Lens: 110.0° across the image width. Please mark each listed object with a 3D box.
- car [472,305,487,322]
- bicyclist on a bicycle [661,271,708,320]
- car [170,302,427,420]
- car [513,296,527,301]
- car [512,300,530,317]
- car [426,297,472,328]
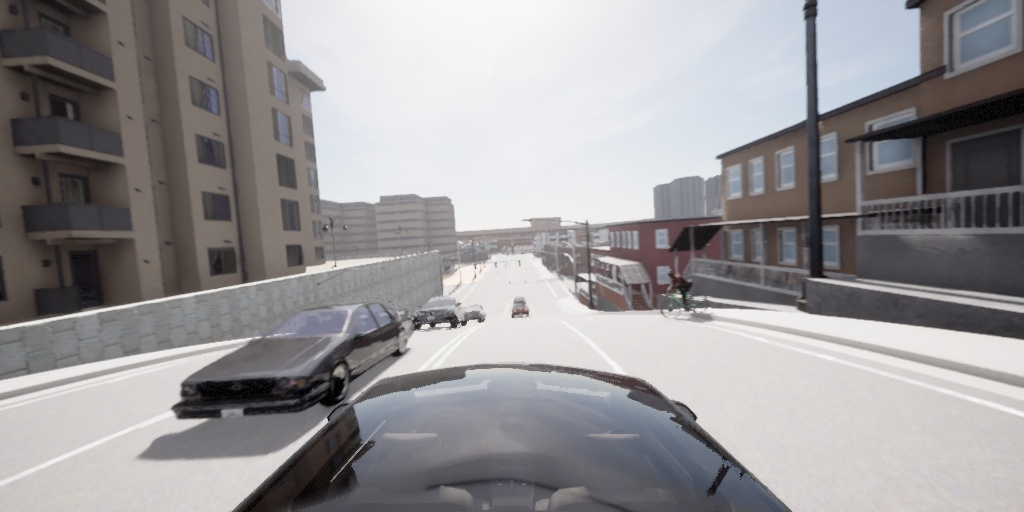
[{"bbox_3d":[-3.039,4.386,27.223,1.895,1.301,4.718,-4,-9,1],"label":"car"},{"bbox_3d":[5.793,1.287,12.311,1.656,1.620,0.582,-13,-6,1],"label":"bicyclist on a bicycle"},{"bbox_3d":[-3.528,1.688,7.229,2.033,1.411,5.357,-4,-2,1],"label":"car"},{"bbox_3d":[1.151,6.427,50.975,1.812,1.442,4.674,-4,0,1],"label":"car"},{"bbox_3d":[0.925,5.802,38.588,1.895,1.301,4.718,-4,-6,1],"label":"car"},{"bbox_3d":[-3.309,2.692,17.248,1.812,1.442,4.674,-4,-9,1],"label":"car"}]
